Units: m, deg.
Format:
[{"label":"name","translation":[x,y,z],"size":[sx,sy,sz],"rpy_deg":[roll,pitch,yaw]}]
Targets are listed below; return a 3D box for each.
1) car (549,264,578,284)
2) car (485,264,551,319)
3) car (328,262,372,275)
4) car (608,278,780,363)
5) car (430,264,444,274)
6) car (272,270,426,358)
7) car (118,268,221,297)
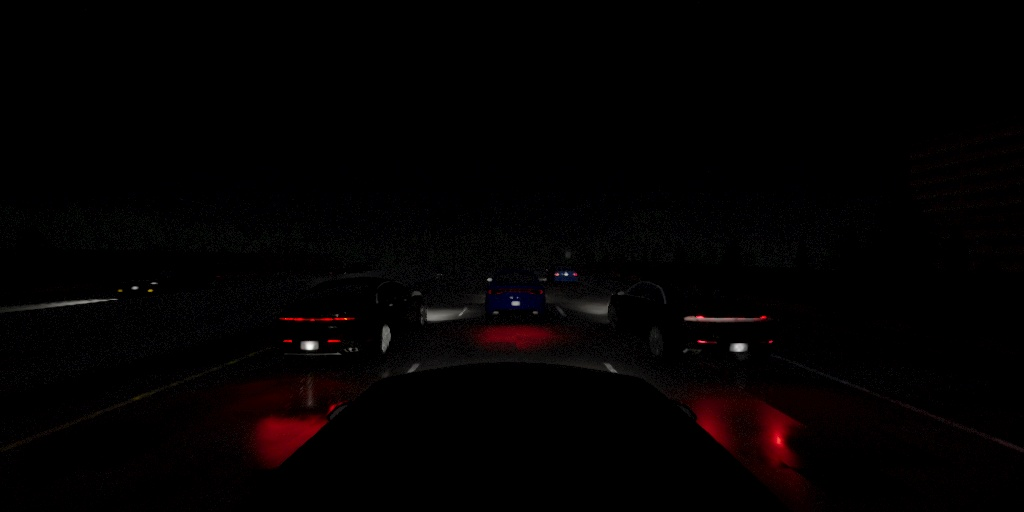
[{"label":"car","translation":[3.608,1.283,26.430],"size":[2.033,1.411,5.357],"rpy_deg":[0,0,0]},{"label":"car","translation":[0.104,1.221,12.860],"size":[1.882,1.535,5.008],"rpy_deg":[0,0,0]},{"label":"car","translation":[-14.021,1.275,31.522],"size":[2.033,1.411,5.357],"rpy_deg":[0,0,1]},{"label":"car","translation":[3.606,1.239,8.125],"size":[2.128,1.511,4.902],"rpy_deg":[0,0,0]},{"label":"car","translation":[-10.485,1.804,48.788],"size":[1.837,1.490,4.892],"rpy_deg":[0,-4,0]},{"label":"car","translation":[-3.393,1.250,8.429],"size":[1.837,1.490,4.892],"rpy_deg":[0,0,0]},{"label":"car","translation":[-17.577,1.298,18.703],"size":[1.994,1.385,4.181],"rpy_deg":[0,0,0]}]
